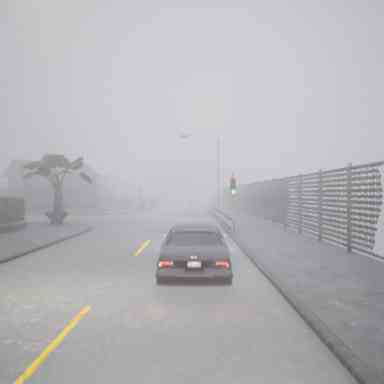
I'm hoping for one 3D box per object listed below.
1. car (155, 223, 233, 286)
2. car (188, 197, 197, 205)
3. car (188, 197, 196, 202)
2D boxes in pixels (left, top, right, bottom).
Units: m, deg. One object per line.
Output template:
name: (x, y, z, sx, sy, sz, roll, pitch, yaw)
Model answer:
car: (0.071, 1.591, 9.550, 2.033, 1.411, 5.357, 0, 0, 1)
car: (0.117, 1.872, 68.423, 1.994, 1.385, 4.181, 0, 0, 0)
car: (0.019, 1.941, 86.285, 1.994, 1.385, 4.181, 0, 0, 0)
